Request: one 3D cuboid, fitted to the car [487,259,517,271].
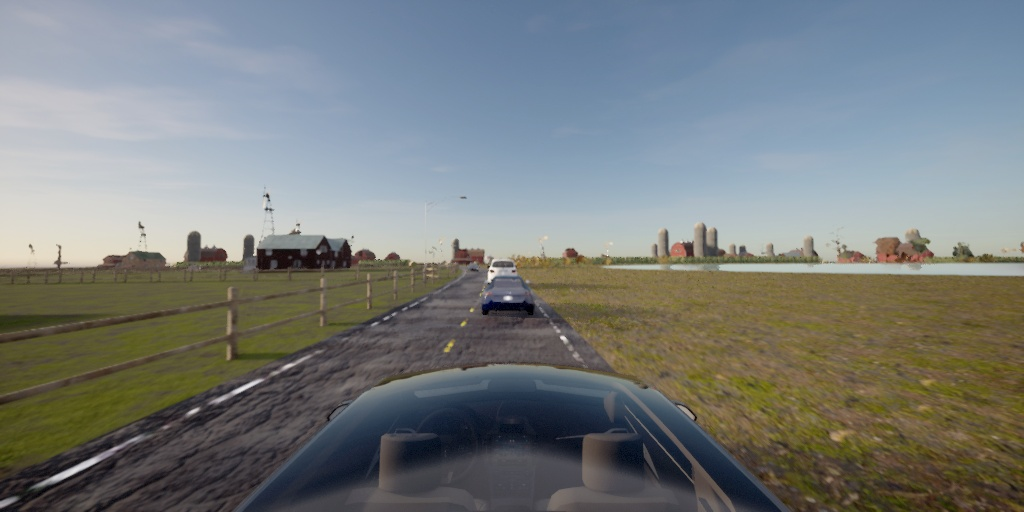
[{"bbox_3d":[-0.765,1.291,28.141,2.150,2.045,5.566,0,0,-3],"label":"car"}]

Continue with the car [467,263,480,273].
[{"bbox_3d":[-6.351,1.982,59.102,1.837,1.490,4.892,1,-1,-6],"label":"car"}]

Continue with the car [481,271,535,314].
[{"bbox_3d":[-0.178,1.463,14.523,1.994,1.385,4.181,0,-1,-1],"label":"car"}]
